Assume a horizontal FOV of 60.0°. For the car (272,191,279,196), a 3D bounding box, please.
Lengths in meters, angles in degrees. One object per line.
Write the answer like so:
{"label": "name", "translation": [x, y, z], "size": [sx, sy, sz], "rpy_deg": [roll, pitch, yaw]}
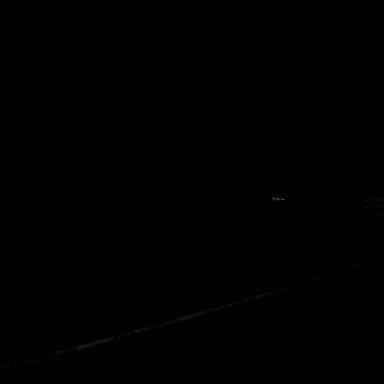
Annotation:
{"label": "car", "translation": [12.549, -0.288, 49.575], "size": [2.097, 1.767, 4.553], "rpy_deg": [-3, 3, 7]}
